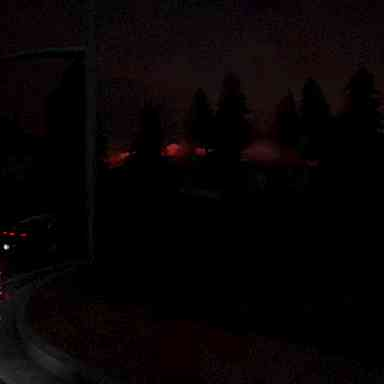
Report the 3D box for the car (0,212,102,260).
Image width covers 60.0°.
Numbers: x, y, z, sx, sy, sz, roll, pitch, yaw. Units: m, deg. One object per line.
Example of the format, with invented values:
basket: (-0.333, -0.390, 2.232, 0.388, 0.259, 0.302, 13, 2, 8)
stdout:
car: (-4.517, 1.512, 12.626, 1.837, 1.490, 4.892, 0, 0, 36)
